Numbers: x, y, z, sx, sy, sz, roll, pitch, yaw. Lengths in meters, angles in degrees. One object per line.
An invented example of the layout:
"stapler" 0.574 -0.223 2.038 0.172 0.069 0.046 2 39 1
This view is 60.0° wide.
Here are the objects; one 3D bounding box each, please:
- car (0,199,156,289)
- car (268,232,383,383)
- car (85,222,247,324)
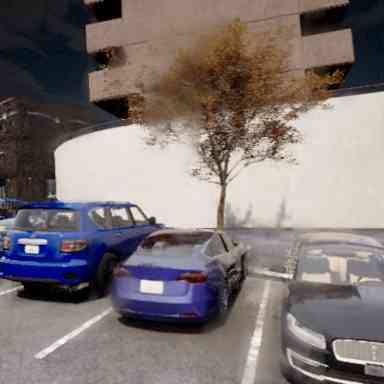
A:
"car" -2.417 1.263 9.135 2.435 2.045 5.566 0 -1 16
"car" 2.457 1.502 5.573 2.231 1.521 4.892 0 -1 16
"car" 0.025 1.537 7.364 2.163 1.488 4.792 0 -1 16
